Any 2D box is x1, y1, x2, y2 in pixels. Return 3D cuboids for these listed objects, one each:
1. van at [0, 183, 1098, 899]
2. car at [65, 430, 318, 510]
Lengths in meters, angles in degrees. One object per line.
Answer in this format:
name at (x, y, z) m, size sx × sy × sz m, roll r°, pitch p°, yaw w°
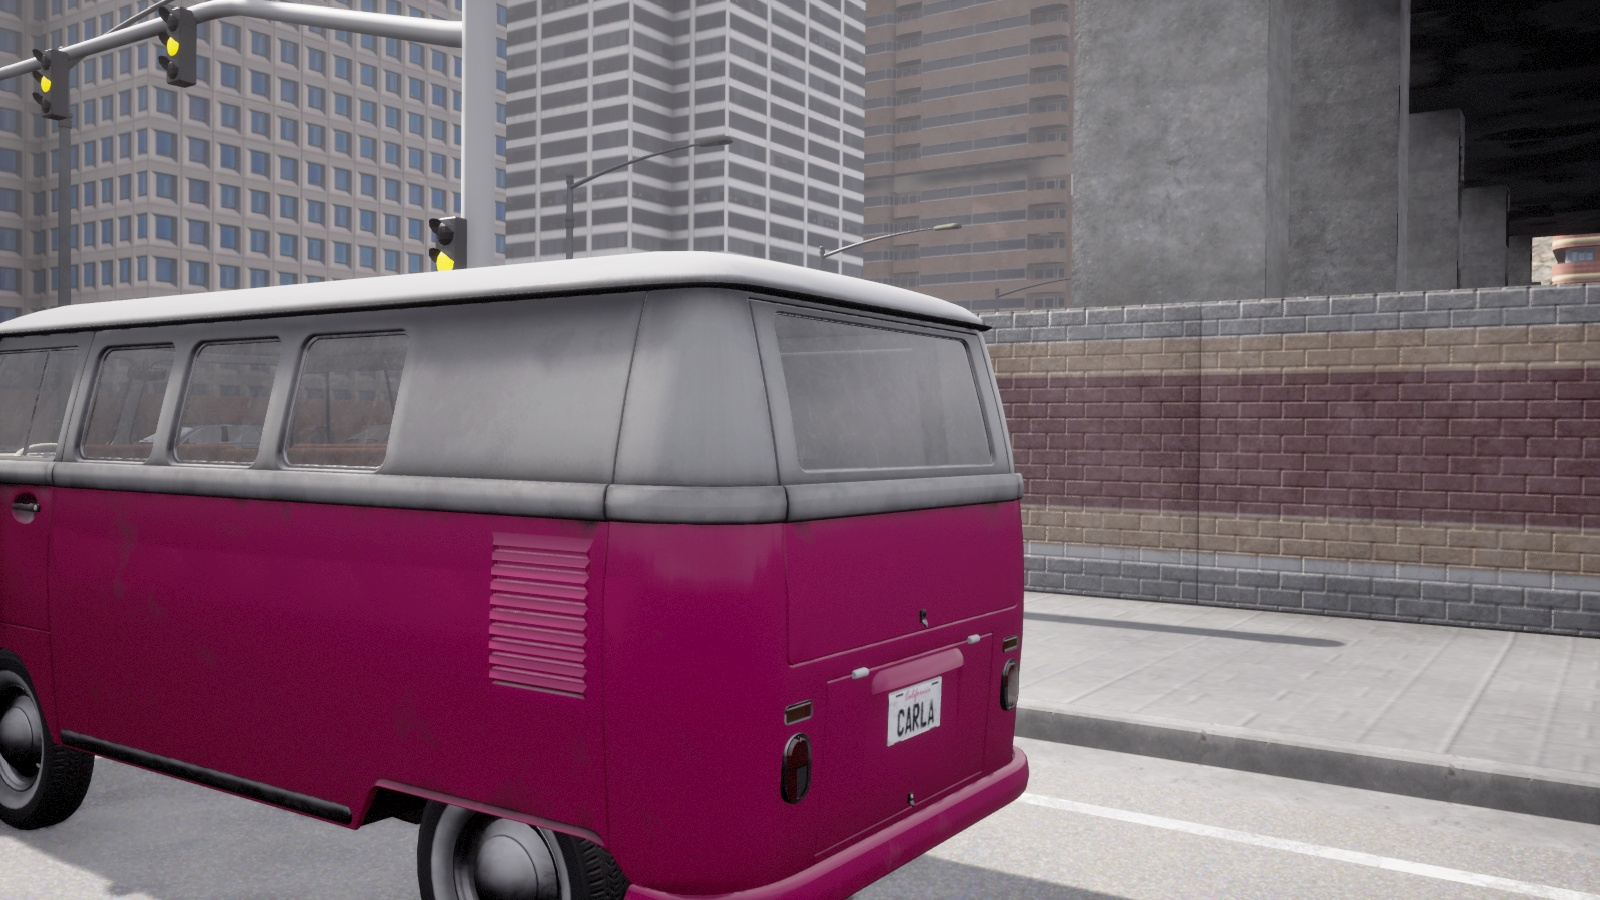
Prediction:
van at (-1.387, 0.435, 4.539) m, size 4.442 × 1.987 × 1.775 m, roll 0°, pitch 1°, yaw 34°
car at (-13.873, 0.392, 28.947) m, size 2.033 × 1.649 × 4.856 m, roll 0°, pitch 1°, yaw 34°
